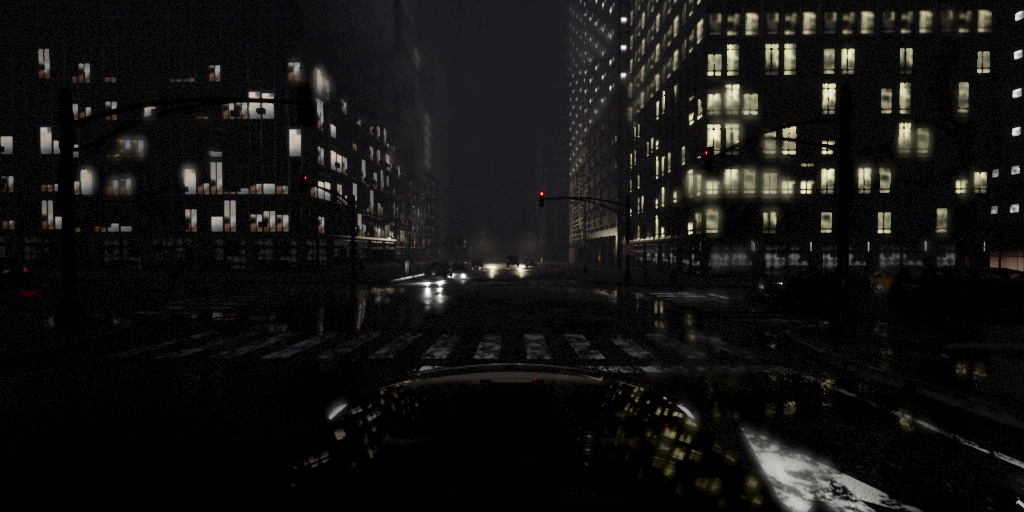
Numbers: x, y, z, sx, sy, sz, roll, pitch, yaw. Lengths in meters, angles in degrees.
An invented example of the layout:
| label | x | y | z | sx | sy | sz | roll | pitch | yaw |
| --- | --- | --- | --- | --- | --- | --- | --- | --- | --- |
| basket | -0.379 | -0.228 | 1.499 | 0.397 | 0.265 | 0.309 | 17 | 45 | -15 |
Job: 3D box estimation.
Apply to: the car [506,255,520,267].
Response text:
| label | x | y | z | sx | sy | sz | roll | pitch | yaw |
| --- | --- | --- | --- | --- | --- | --- | --- | --- | --- |
| car | 0.150 | 0.919 | 62.880 | 2.150 | 2.045 | 5.566 | 0 | 0 | 0 |

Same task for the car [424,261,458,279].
| label | x | y | z | sx | sy | sz | roll | pitch | yaw |
| --- | --- | --- | --- | --- | --- | --- | --- | --- | --- |
| car | -6.529 | 1.223 | 32.352 | 2.128 | 1.511 | 4.902 | 0 | 0 | 0 |

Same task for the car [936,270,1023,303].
| label | x | y | z | sx | sy | sz | roll | pitch | yaw |
| --- | --- | --- | --- | --- | --- | --- | --- | --- | --- |
| car | 25.283 | 1.500 | 18.048 | 5.357 | 1.411 | 2.033 | 1 | 1 | 1 |

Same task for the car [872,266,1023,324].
| label | x | y | z | sx | sy | sz | roll | pitch | yaw |
| --- | --- | --- | --- | --- | --- | --- | --- | --- | --- |
| car | 16.216 | 1.281 | 12.444 | 5.009 | 1.841 | 2.192 | 0 | 0 | 1 |

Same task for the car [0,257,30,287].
| label | x | y | z | sx | sy | sz | roll | pitch | yaw |
| --- | --- | --- | --- | --- | --- | --- | --- | --- | --- |
| car | -28.983 | 0.819 | 19.104 | 4.553 | 1.767 | 2.097 | 1 | 1 | 1 |

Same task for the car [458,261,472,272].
| label | x | y | z | sx | sy | sz | roll | pitch | yaw |
| --- | --- | --- | --- | --- | --- | --- | --- | --- | --- |
| car | -6.497 | 1.320 | 44.518 | 1.895 | 1.301 | 4.718 | 0 | 0 | 0 |

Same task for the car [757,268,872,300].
| label | x | y | z | sx | sy | sz | roll | pitch | yaw |
| --- | --- | --- | --- | --- | --- | --- | --- | --- | --- |
| car | 15.281 | 1.356 | 18.275 | 4.902 | 1.511 | 2.128 | 1 | 1 | 2 |

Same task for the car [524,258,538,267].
| label | x | y | z | sx | sy | sz | roll | pitch | yaw |
| --- | --- | --- | --- | --- | --- | --- | --- | --- | --- |
| car | 3.402 | 1.223 | 63.259 | 1.812 | 1.442 | 4.674 | 0 | 0 | 0 |
